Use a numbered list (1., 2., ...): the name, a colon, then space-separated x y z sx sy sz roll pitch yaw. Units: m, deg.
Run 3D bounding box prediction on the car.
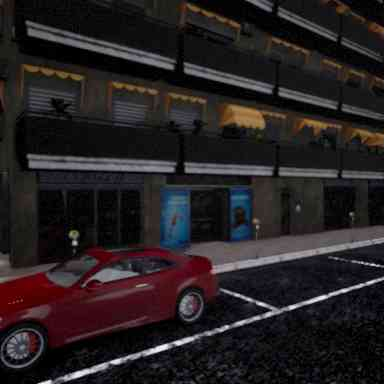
1. car: -1.416 1.583 5.559 4.206 1.307 1.802 0 0 -35
